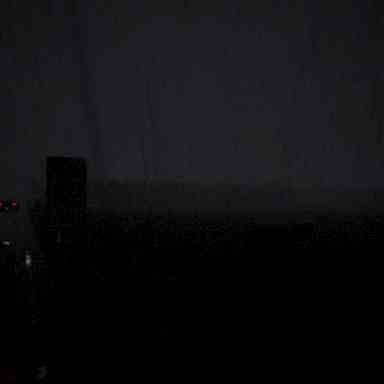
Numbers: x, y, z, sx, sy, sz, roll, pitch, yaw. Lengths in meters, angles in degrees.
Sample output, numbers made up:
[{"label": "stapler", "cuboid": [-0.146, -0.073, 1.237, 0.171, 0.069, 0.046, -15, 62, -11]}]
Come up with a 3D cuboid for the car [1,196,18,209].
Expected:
[{"label": "car", "cuboid": [-23.557, 1.296, 43.135, 1.812, 1.442, 4.674, 0, 0, -27]}]

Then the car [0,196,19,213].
[{"label": "car", "cuboid": [-18.770, 1.349, 33.976, 1.812, 1.442, 4.674, 0, 0, -27]}]

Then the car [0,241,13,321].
[{"label": "car", "cuboid": [-4.716, 1.523, 6.643, 1.994, 1.385, 4.181, 0, 0, -27]}]
